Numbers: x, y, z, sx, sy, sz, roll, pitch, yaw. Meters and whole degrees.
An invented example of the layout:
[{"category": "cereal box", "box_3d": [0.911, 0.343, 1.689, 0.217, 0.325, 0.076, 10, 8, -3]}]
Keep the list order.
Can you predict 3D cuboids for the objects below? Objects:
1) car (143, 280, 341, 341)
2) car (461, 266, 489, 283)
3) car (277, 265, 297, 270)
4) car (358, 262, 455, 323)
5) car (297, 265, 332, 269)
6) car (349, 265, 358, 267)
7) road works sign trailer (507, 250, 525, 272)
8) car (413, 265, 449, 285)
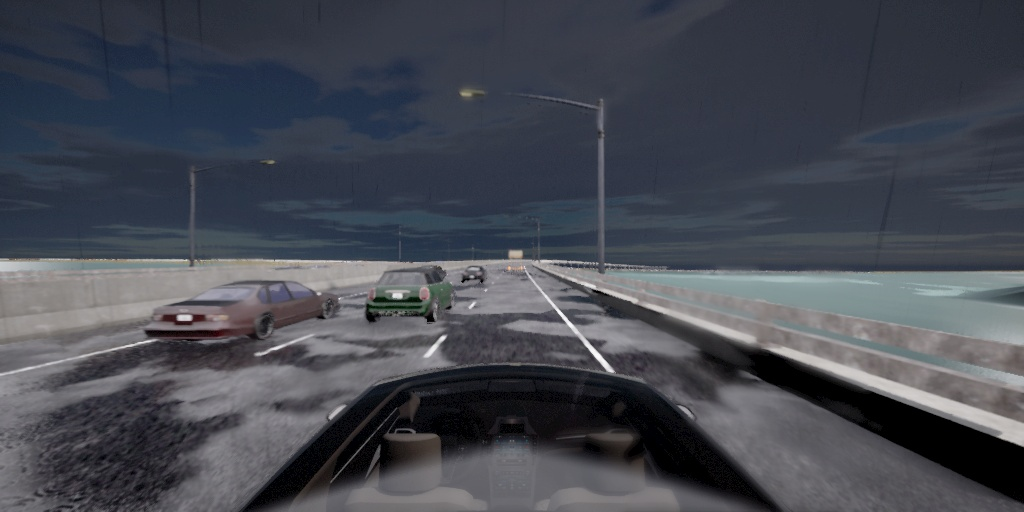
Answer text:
[{"category": "car", "box_3d": [-6.884, 1.373, 10.056, 2.033, 1.411, 5.357, 0, -1, 0]}, {"category": "car", "box_3d": [-3.231, 1.547, 31.316, 1.812, 1.442, 4.674, 0, -1, 1]}, {"category": "car", "box_3d": [-24.305, 1.659, 39.604, 1.994, 1.385, 4.181, 0, -1, 1]}, {"category": "car", "box_3d": [-3.371, 1.203, 12.706, 2.097, 1.767, 4.553, 0, -1, 0]}, {"category": "car", "box_3d": [-20.819, 1.652, 38.872, 1.994, 1.385, 4.181, 0, -1, 1]}, {"category": "car", "box_3d": [-17.303, 1.662, 39.859, 1.994, 1.385, 4.181, 0, -1, 1]}, {"category": "road works sign trailer", "box_3d": [0.607, 0.737, 59.190, 2.380, 3.560, 2.880, 0, 0, 1]}, {"category": "car", "box_3d": [-6.741, 1.517, 30.371, 1.837, 1.490, 4.892, 0, -1, 1]}]
